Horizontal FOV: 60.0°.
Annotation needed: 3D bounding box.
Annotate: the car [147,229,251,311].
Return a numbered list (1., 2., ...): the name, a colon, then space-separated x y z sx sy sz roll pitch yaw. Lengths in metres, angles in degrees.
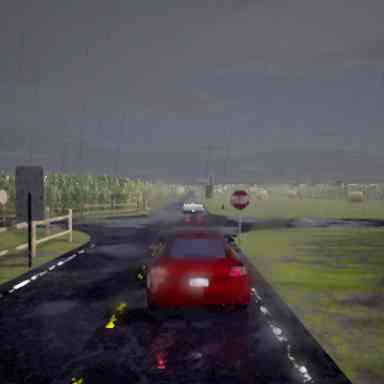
1. car: 0.109 1.556 7.846 1.994 1.385 4.181 0 0 0

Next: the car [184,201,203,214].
1. car: 0.126 1.546 34.908 1.895 1.301 4.718 0 0 0
